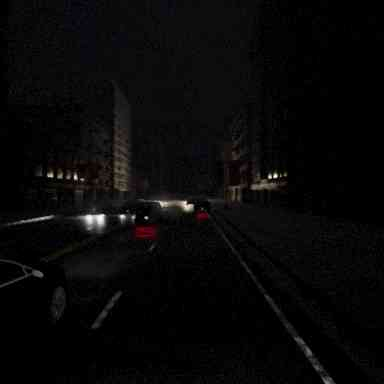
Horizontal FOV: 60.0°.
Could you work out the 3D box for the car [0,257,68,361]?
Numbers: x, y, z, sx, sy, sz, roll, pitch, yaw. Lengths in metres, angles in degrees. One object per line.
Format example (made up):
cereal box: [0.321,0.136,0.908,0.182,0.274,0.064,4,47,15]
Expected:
car: [-3.149,1.495,4.099,2.128,1.511,4.902,0,0,0]

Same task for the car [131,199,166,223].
car: [-3.154,1.529,25.470,1.837,1.490,4.892,0,0,0]

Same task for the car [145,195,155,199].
car: [-9.761,1.403,77.154,1.812,1.442,4.674,0,0,0]

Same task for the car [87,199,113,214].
car: [-9.850,1.528,35.890,2.128,1.511,4.902,0,0,0]

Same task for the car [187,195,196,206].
car: [-0.008,1.610,57.350,2.033,1.411,5.357,0,0,0]

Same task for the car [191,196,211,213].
car: [1.132,1.542,37.620,1.837,1.490,4.892,0,0,0]

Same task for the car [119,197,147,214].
car: [-6.603,1.584,36.649,2.033,1.411,5.357,0,0,0]

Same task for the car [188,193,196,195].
car: [-0.011,1.168,77.160,2.150,2.045,5.566,0,0,0]
